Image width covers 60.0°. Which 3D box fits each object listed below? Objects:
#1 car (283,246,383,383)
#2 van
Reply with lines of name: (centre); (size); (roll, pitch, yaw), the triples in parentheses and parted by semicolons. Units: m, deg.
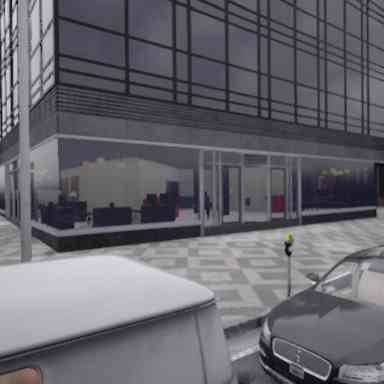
car: (2.801, 1.493, 4.522); (4.403, 1.369, 2.008); (-1, 0, -36)
van: (-1.628, 1.349, 1.363); (3.998, 1.788, 1.690); (-1, 0, -36)
